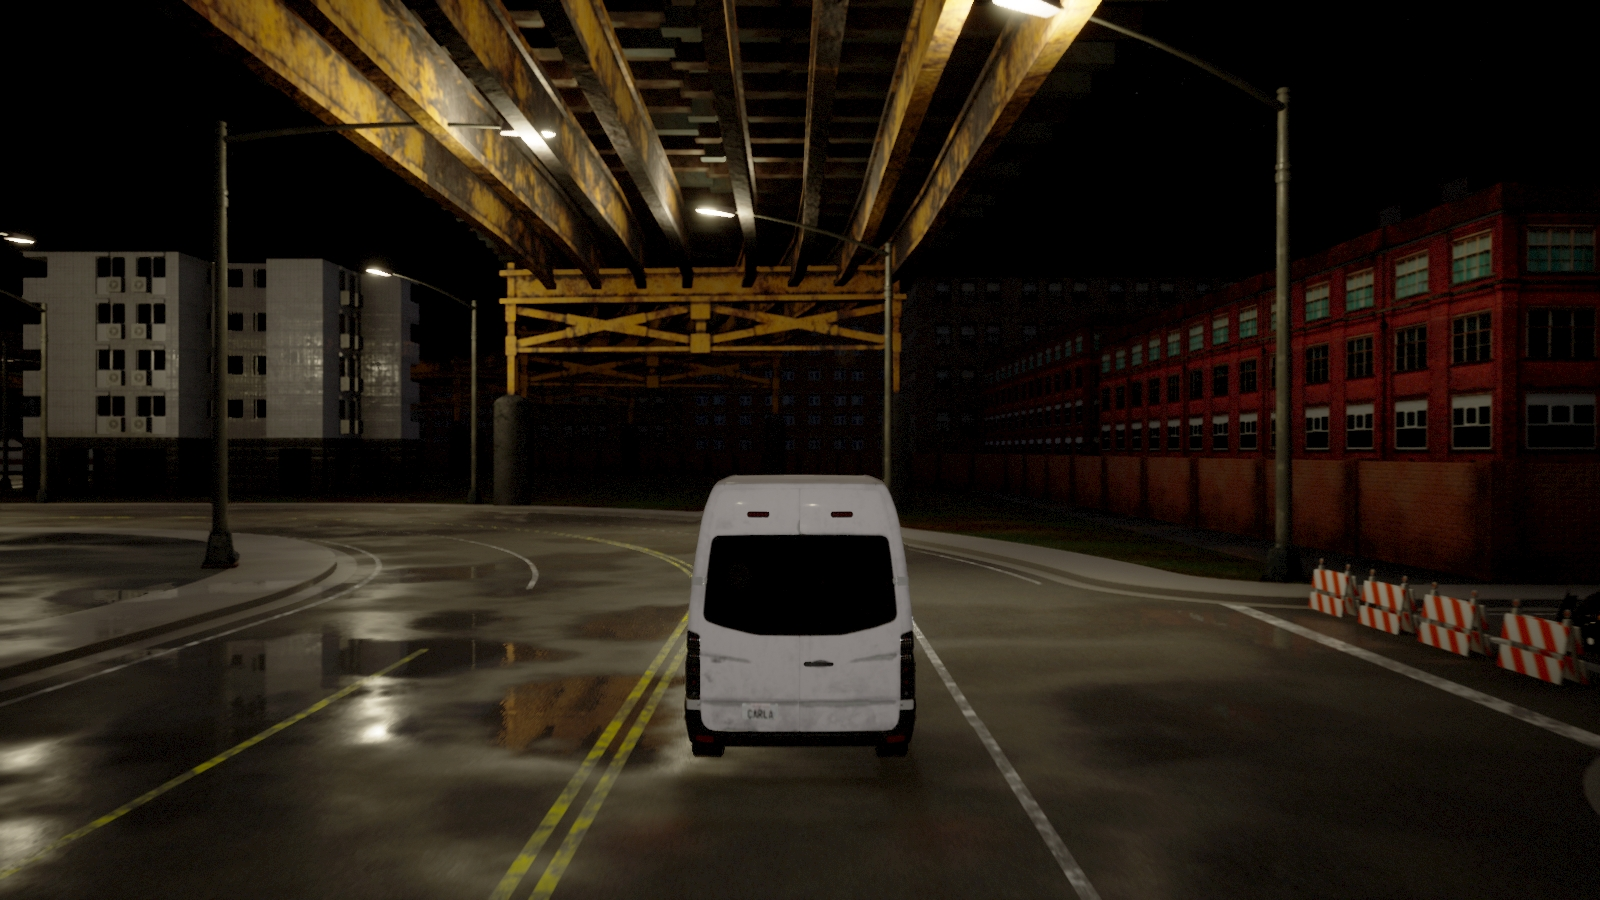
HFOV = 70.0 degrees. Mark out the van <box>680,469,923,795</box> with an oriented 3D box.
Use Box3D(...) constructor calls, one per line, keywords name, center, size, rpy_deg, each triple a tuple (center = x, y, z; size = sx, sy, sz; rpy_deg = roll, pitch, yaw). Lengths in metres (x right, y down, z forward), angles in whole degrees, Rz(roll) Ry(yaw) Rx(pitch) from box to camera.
Box3D(name="van", center=(0.012, 1.534, 12.278), size=(1.988, 2.561, 5.915), rpy_deg=(0, 0, 0))
